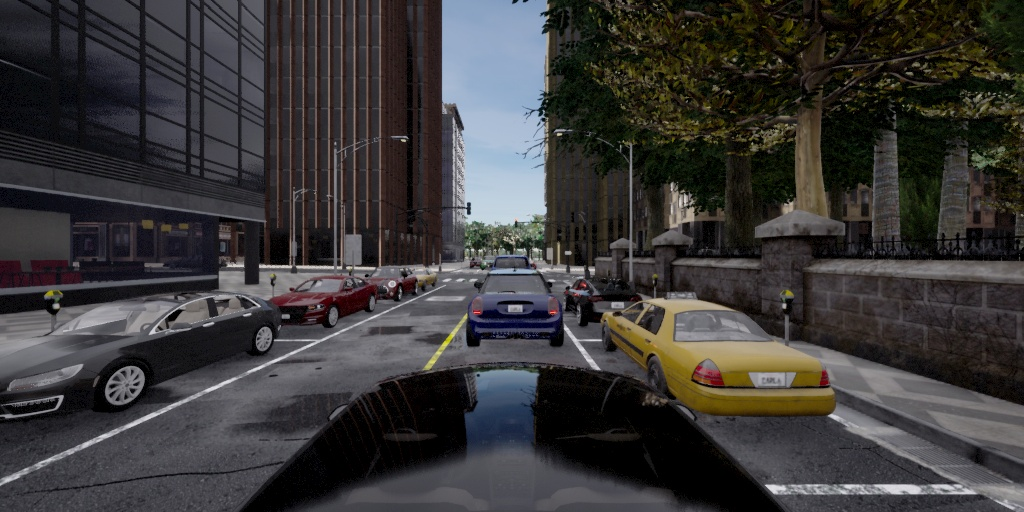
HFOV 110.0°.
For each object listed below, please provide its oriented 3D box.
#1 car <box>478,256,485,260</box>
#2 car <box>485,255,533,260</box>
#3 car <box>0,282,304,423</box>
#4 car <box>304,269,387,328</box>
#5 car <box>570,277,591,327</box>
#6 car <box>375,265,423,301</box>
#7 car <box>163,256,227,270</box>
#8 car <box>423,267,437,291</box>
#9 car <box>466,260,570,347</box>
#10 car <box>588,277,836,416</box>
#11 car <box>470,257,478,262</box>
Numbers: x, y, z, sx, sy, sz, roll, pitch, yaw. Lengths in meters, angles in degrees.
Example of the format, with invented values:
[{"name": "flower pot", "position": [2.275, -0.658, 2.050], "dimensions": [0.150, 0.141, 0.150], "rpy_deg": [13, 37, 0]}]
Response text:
[{"name": "car", "position": [-3.178, 0.981, 51.183], "dimensions": [2.150, 2.045, 5.566], "rpy_deg": [0, 0, 0]}, {"name": "car", "position": [-0.021, 0.972, 18.941], "dimensions": [2.150, 2.045, 5.566], "rpy_deg": [0, 0, 0]}, {"name": "car", "position": [-5.769, 1.300, 5.931], "dimensions": [2.007, 1.370, 4.403], "rpy_deg": [0, 0, 0]}, {"name": "car", "position": [-5.778, 1.295, 11.388], "dimensions": [1.888, 1.381, 4.507], "rpy_deg": [0, 0, 0]}, {"name": "car", "position": [2.747, 1.316, 11.403], "dimensions": [1.948, 1.339, 4.313], "rpy_deg": [0, 0, 0]}, {"name": "car", "position": [-5.786, 1.190, 16.845], "dimensions": [1.967, 1.591, 4.097], "rpy_deg": [0, 0, 0]}, {"name": "car", "position": [-32.526, 0.694, 36.893], "dimensions": [5.357, 1.411, 2.033], "rpy_deg": [1, 0, 0]}, {"name": "car", "position": [-5.794, 1.277, 22.131], "dimensions": [1.751, 1.417, 4.829], "rpy_deg": [0, 0, 0]}, {"name": "car", "position": [0.041, 1.102, 9.506], "dimensions": [2.097, 1.767, 4.553], "rpy_deg": [0, 0, -1]}, {"name": "car", "position": [2.755, 1.275, 6.116], "dimensions": [1.751, 1.417, 4.829], "rpy_deg": [0, 0, 0]}, {"name": "car", "position": [-5.851, 1.078, 59.709], "dimensions": [2.192, 1.841, 5.009], "rpy_deg": [0, 0, 0]}]
